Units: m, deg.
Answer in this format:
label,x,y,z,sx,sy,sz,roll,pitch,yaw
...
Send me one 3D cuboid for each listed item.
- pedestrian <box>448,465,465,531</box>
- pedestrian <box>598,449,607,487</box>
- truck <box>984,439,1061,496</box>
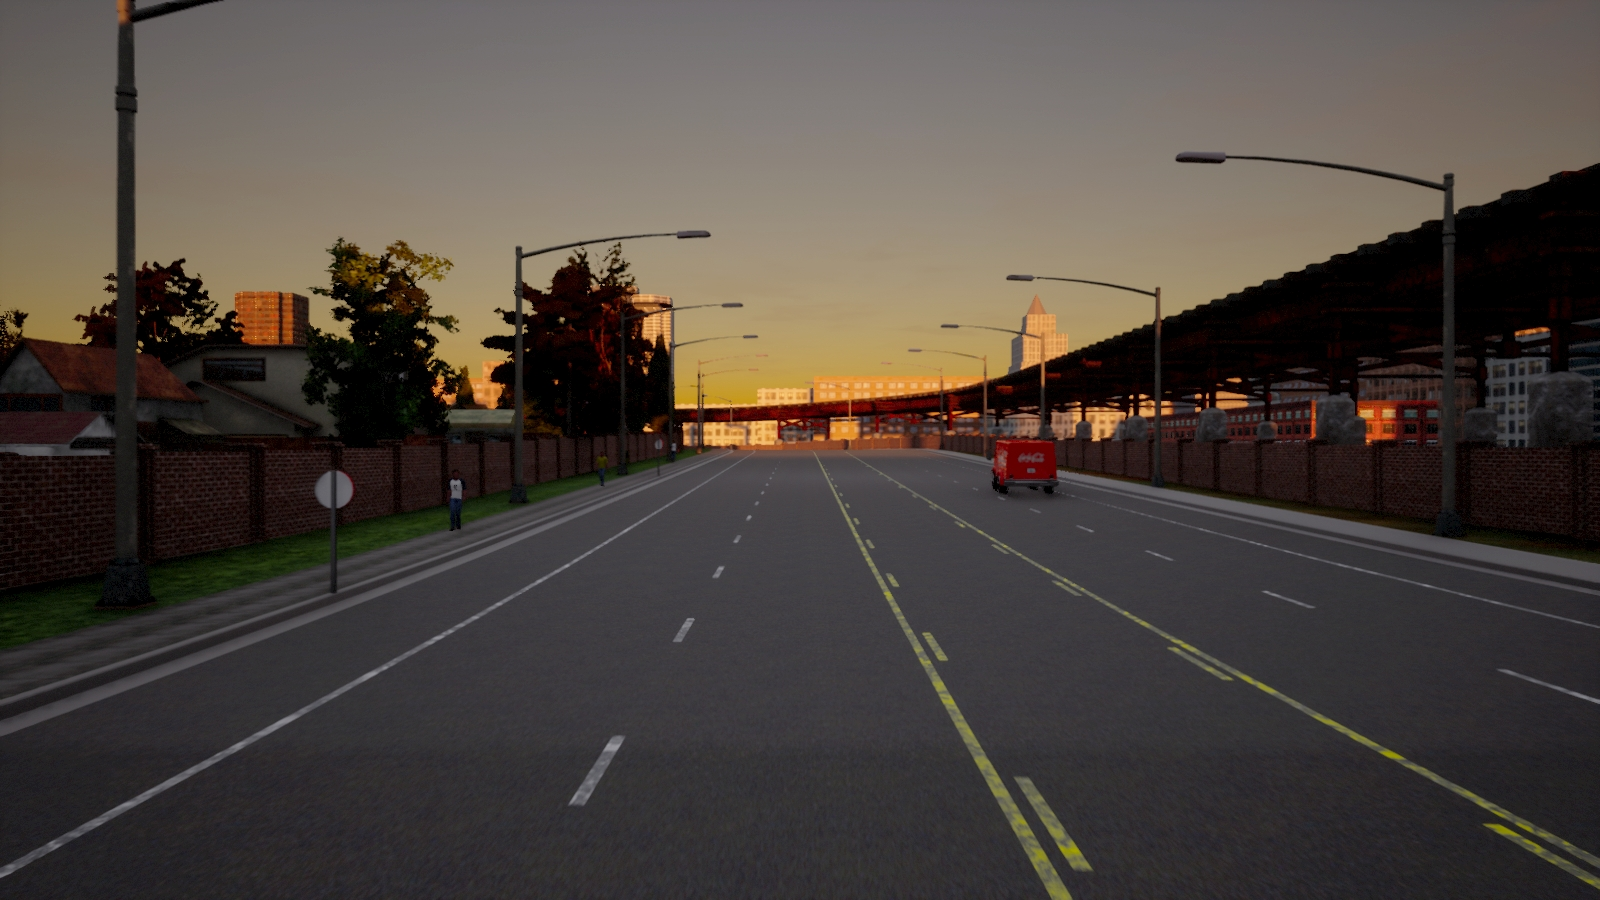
label,x,y,z,sx,sy,sz,roll,pitch,yaw
pedestrian,-9.855,1.374,32.794,0.375,1.860,0.375,0,0,-2
pedestrian,-9.628,0.861,55.821,0.375,1.860,0.375,0,0,-1
truck,10.501,0.769,54.378,2.627,2.467,5.204,0,1,0
